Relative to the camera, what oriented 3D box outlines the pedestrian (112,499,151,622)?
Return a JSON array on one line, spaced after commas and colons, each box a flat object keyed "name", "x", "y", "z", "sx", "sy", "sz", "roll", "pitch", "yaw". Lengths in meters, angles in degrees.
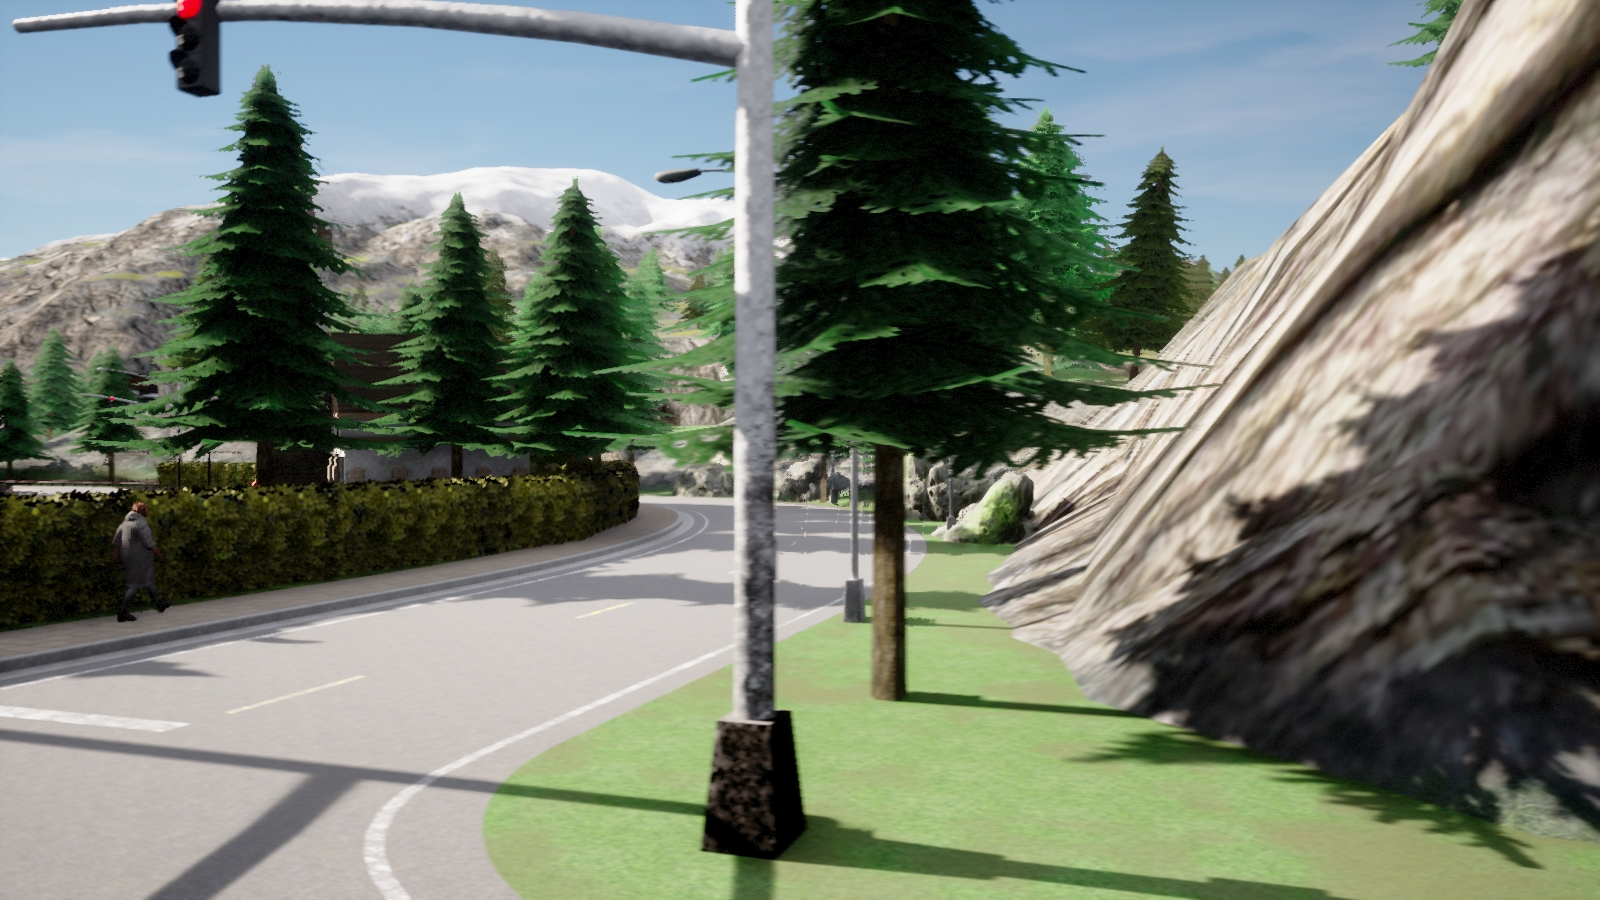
[{"name": "pedestrian", "x": -10.376, "y": 1.698, "z": 17.737, "sx": 0.375, "sy": 1.860, "sz": 0.375, "roll": 0, "pitch": 0, "yaw": 29}]
